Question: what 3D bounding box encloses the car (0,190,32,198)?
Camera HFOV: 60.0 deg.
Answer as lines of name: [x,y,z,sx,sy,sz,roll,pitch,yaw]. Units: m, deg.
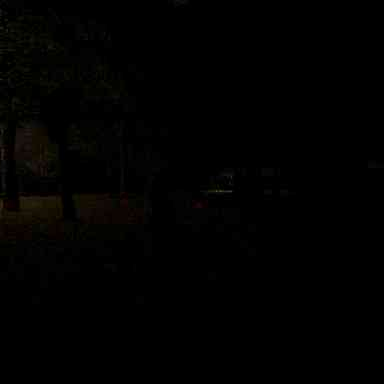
car: [-32.792,0.414,61.924,2.033,1.411,5.357,-3,0,34]
